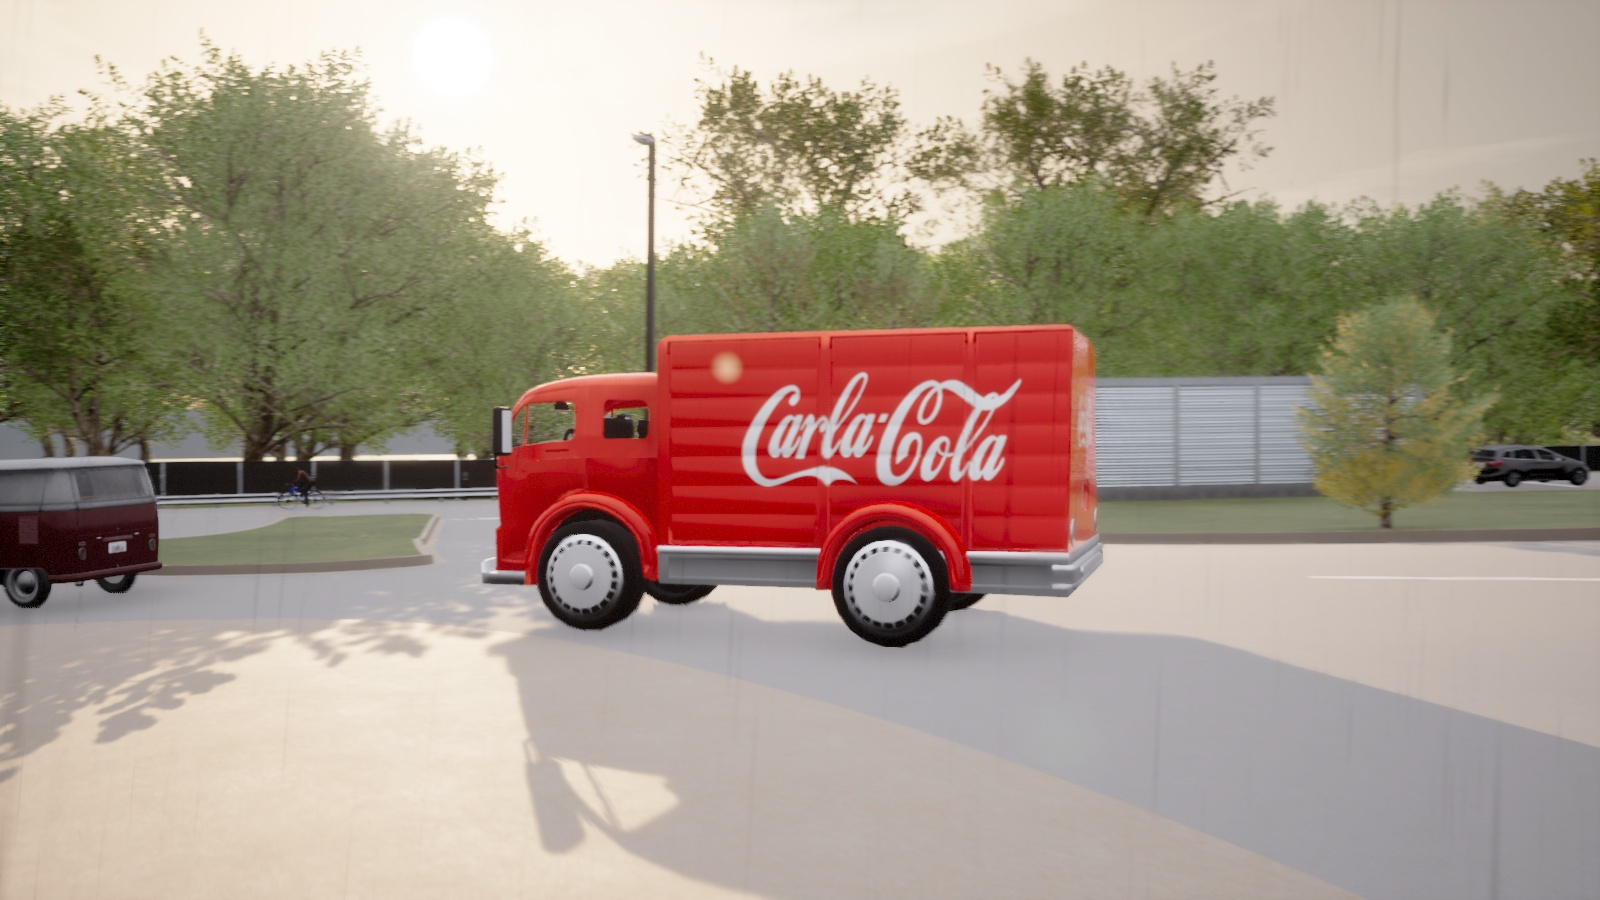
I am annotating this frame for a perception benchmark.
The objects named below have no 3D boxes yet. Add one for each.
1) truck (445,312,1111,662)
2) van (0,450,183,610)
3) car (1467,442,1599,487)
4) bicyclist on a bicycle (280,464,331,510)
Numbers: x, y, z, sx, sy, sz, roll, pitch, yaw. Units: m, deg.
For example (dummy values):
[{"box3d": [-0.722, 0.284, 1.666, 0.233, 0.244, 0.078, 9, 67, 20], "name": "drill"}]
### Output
[{"box3d": [-0.085, 0.269, 10.935, 5.204, 2.467, 2.627, 0, 0, 19], "name": "truck"}, {"box3d": [-11.114, 1.090, 17.438, 4.442, 1.987, 1.775, -2, 1, 16], "name": "van"}, {"box3d": [30.108, 0.558, 51.276, 4.611, 1.667, 2.242, -1, 2, -8], "name": "car"}, {"box3d": [-18.230, 1.371, 46.344, 1.656, 1.620, 0.582, -1, 2, -13], "name": "bicyclist on a bicycle"}]
